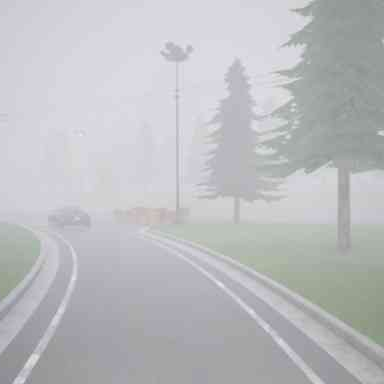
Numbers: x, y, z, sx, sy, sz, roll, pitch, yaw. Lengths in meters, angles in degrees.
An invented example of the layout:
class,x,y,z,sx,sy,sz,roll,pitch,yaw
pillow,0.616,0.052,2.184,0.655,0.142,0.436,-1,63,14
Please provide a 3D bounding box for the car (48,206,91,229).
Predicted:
class,x,y,z,sx,sy,sz,roll,pitch,yaw
car,-8.340,1.631,22.454,1.994,1.385,4.181,0,0,-35
